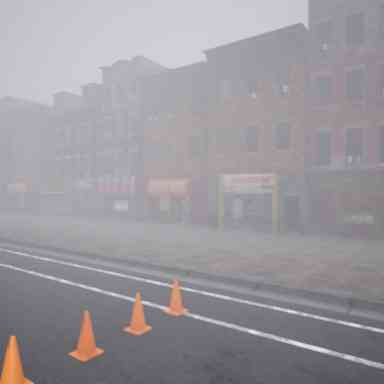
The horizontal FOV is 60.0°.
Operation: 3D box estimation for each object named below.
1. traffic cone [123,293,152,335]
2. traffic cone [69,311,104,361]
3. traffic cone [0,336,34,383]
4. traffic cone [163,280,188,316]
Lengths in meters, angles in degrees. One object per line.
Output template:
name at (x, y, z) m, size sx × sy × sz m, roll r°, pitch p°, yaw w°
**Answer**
traffic cone at (-0.888, 1.950, 5.440) m, size 0.340 × 0.580 × 0.340 m, roll 0°, pitch 0°, yaw 36°
traffic cone at (-1.470, 1.950, 4.627) m, size 0.340 × 0.580 × 0.340 m, roll 0°, pitch 0°, yaw 36°
traffic cone at (-2.053, 1.949, 3.814) m, size 0.340 × 0.580 × 0.340 m, roll 0°, pitch 0°, yaw 36°
traffic cone at (-0.306, 1.951, 6.253) m, size 0.340 × 0.580 × 0.340 m, roll 0°, pitch 0°, yaw 36°
